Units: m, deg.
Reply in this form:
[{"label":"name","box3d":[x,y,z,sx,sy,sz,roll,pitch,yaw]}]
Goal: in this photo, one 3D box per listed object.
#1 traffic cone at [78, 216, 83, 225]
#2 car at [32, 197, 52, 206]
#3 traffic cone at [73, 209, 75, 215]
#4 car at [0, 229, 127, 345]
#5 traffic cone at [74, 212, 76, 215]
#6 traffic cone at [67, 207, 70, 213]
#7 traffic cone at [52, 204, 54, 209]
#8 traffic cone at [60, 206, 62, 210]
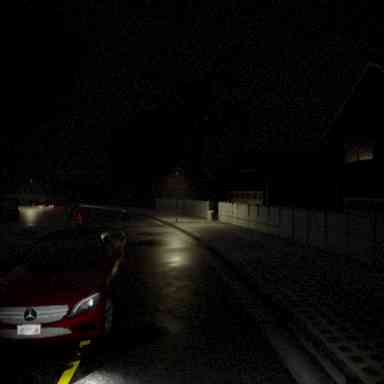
[{"label":"traffic cone","box3d":[-7.637,1.945,22.735,0.340,0.580,0.340,0,0,-18]},{"label":"car","box3d":[-24.624,1.475,54.406,1.812,1.442,4.674,0,0,-45]},{"label":"traffic cone","box3d":[-11.193,1.934,31.746,0.340,0.580,0.340,0,0,-25]},{"label":"car","box3d":[-2.359,1.525,6.625,1.812,1.442,4.674,0,0,-6]},{"label":"traffic cone","box3d":[-9.275,1.940,27.296,0.340,0.580,0.340,0,0,-22]},{"label":"traffic cone","box3d":[-13.382,1.929,36.069,0.340,0.580,0.340,0,0,-29]},{"label":"traffic cone","box3d":[-18.541,1.920,44.269,0.340,0.580,0.340,0,0,-36]},{"label":"traffic cone","box3d":[-15.834,1.924,40.249,0.340,0.580,0.340,0,0,-32]}]
